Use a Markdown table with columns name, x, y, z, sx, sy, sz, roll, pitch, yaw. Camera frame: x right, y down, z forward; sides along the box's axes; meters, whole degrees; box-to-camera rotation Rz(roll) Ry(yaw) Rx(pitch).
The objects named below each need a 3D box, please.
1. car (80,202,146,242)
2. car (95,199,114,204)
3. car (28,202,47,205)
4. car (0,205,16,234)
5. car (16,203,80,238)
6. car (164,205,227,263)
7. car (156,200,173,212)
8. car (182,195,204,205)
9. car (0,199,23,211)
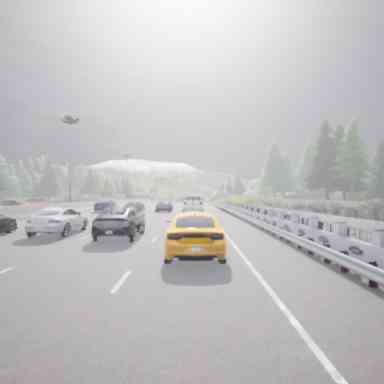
| name | x | y | z | sx | sy | sz | roll | pitch | yaw |
| --- | --- | --- | --- | --- | --- | --- | --- | --- | --- |
| car | -3.399 | 1.450 | 16.050 | 2.128 | 1.511 | 4.902 | 0 | 0 | 0 |
| car | -10.400 | 1.634 | 40.425 | 1.882 | 1.535 | 5.008 | 0 | -1 | 0 |
| car | -21.066 | 1.555 | 44.138 | 2.097 | 1.767 | 4.553 | 0 | -1 | 0 |
| car | -10.401 | 1.521 | 16.201 | 1.994 | 1.385 | 4.181 | 0 | 0 | 0 |
| car | -6.902 | 1.484 | 17.282 | 1.812 | 1.442 | 4.674 | 0 | 0 | 0 |
| car | 0.101 | 1.437 | 11.767 | 1.882 | 1.535 | 5.008 | 0 | 0 | 0 |
| car | -3.399 | 1.737 | 41.662 | 1.994 | 1.385 | 4.181 | 0 | -1 | 0 |
| car | 0.102 | 1.325 | 36.155 | 2.150 | 2.045 | 5.566 | 0 | 0 | 0 |
| car | -24.566 | 1.708 | 43.948 | 1.837 | 1.490 | 4.892 | 0 | -1 | 0 |
